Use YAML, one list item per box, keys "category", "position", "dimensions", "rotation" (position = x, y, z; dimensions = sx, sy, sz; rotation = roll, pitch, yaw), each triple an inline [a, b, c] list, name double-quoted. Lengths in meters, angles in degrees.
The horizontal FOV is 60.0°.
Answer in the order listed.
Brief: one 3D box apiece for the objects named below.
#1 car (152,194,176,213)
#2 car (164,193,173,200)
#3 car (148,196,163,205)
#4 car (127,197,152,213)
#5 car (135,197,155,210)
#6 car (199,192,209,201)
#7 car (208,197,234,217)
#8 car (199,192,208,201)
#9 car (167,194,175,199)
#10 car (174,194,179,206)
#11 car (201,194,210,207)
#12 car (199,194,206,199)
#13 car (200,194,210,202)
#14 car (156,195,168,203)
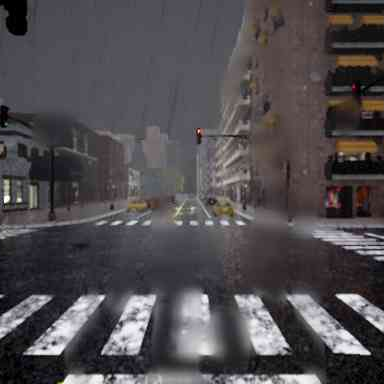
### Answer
- category: "car"
  position: [-3.093, 1.309, 35.322]
  dimensions: [1.882, 1.535, 5.008]
  rotation: [0, 0, 0]
- category: "car"
  position: [-5.678, 1.101, 80.531]
  dimensions: [1.967, 1.590, 4.097]
  rotation: [0, 0, 0]
- category: "car"
  position: [-5.681, 1.306, 52.049]
  dimensions: [1.887, 1.381, 4.507]
  rotation: [0, 0, 0]
- category: "car"
  position: [-5.682, 1.359, 34.788]
  dimensions: [1.752, 1.417, 4.829]
  rotation: [0, 0, 0]
- category: "car"
  position: [-5.682, 1.353, 40.656]
  dimensions: [1.887, 1.381, 4.507]
  rotation: [0, 0, 0]
- category: "car"
  position: [2.703, 0.994, 74.830]
  dimensions: [2.192, 1.841, 5.009]
  rotation: [0, 0, 0]
- category: "car"
  position: [2.698, 1.383, 29.427]
  dimensions: [1.752, 1.417, 4.829]
  rotation: [0, 0, 0]
- category: "car"
  position: [2.700, 1.269, 63.436]
  dimensions: [2.008, 1.369, 4.403]
  rotation: [0, 0, 0]
- category: "car"
  position: [-5.678, 1.193, 91.924]
  dimensions: [1.947, 1.339, 4.313]
  rotation: [0, 0, 0]
- category: "car"
  position: [-3.077, 1.272, 50.207]
  dimensions: [1.837, 1.490, 4.892]
  rotation: [0, 0, 0]
- category: "car"
  position: [2.699, 1.350, 46.347]
  dimensions: [1.947, 1.339, 4.313]
  rotation: [0, 0, 0]
- category: "car"
  position: [2.702, 1.226, 86.224]
  dimensions: [1.802, 1.307, 4.206]
  rotation: [0, 0, 0]
- category: "car"
  position: [2.701, 1.138, 69.133]
  dimensions: [1.967, 1.590, 4.097]
  rotation: [0, 0, 0]
- category: "car"
  position: [-5.680, 1.269, 63.442]
  dimensions: [2.008, 1.369, 4.403]
  rotation: [0, 0, 0]
